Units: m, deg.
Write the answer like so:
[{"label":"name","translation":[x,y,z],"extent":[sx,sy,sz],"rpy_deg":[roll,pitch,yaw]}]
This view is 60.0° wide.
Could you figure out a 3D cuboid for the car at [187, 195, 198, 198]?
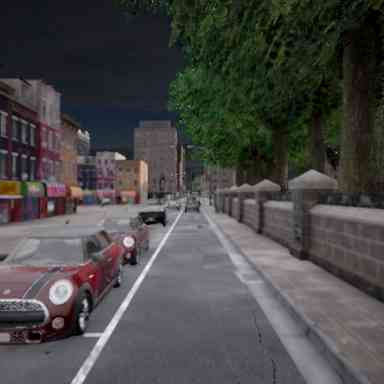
[{"label":"car","translation":[0.197,1.738,61.799],"extent":[2.150,2.045,5.566],"rpy_deg":[0,0,9]}]

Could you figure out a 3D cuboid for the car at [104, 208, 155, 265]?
[{"label":"car","translation":[-2.647,1.541,11.859],"extent":[1.967,1.590,4.097],"rpy_deg":[0,0,0]}]

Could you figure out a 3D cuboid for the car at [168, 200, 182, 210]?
[{"label":"car","translation":[-2.641,2.005,52.139],"extent":[1.947,1.339,4.313],"rpy_deg":[0,0,0]}]

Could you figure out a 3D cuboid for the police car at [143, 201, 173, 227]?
[{"label":"police car","translation":[-2.751,1.636,24.888],"extent":[1.930,1.638,5.238],"rpy_deg":[0,0,0]}]

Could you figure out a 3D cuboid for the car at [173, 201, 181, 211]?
[{"label":"car","translation":[-2.641,1.991,48.476],"extent":[1.802,1.307,4.206],"rpy_deg":[0,0,0]}]

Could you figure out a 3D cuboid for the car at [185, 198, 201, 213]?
[{"label":"car","translation":[0.032,1.860,43.561],"extent":[2.128,1.511,4.902],"rpy_deg":[0,0,1]}]

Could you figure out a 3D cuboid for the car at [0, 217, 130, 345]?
[{"label":"car","translation":[-2.648,1.497,6.587],"extent":[1.967,1.590,4.097],"rpy_deg":[0,0,0]}]

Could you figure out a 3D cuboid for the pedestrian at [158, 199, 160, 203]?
[{"label":"pedestrian","translation":[-2.752,1.530,27.897],"extent":[0.375,1.860,0.375],"rpy_deg":[0,0,0]}]
